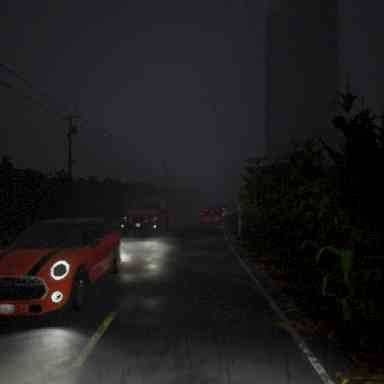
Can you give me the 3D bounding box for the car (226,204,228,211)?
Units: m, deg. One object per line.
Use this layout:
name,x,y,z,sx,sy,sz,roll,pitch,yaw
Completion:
car,4.156,2.108,48.646,2.128,1.511,4.902,0,-1,10

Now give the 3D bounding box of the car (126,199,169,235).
car,-2.780,1.482,21.013,2.150,2.045,5.566,0,0,4

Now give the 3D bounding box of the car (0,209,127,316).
car,-3.171,1.450,7.999,2.097,1.767,4.553,0,-1,1

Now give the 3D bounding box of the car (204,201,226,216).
car,2.564,2.094,38.914,1.895,1.301,4.718,0,-1,9
